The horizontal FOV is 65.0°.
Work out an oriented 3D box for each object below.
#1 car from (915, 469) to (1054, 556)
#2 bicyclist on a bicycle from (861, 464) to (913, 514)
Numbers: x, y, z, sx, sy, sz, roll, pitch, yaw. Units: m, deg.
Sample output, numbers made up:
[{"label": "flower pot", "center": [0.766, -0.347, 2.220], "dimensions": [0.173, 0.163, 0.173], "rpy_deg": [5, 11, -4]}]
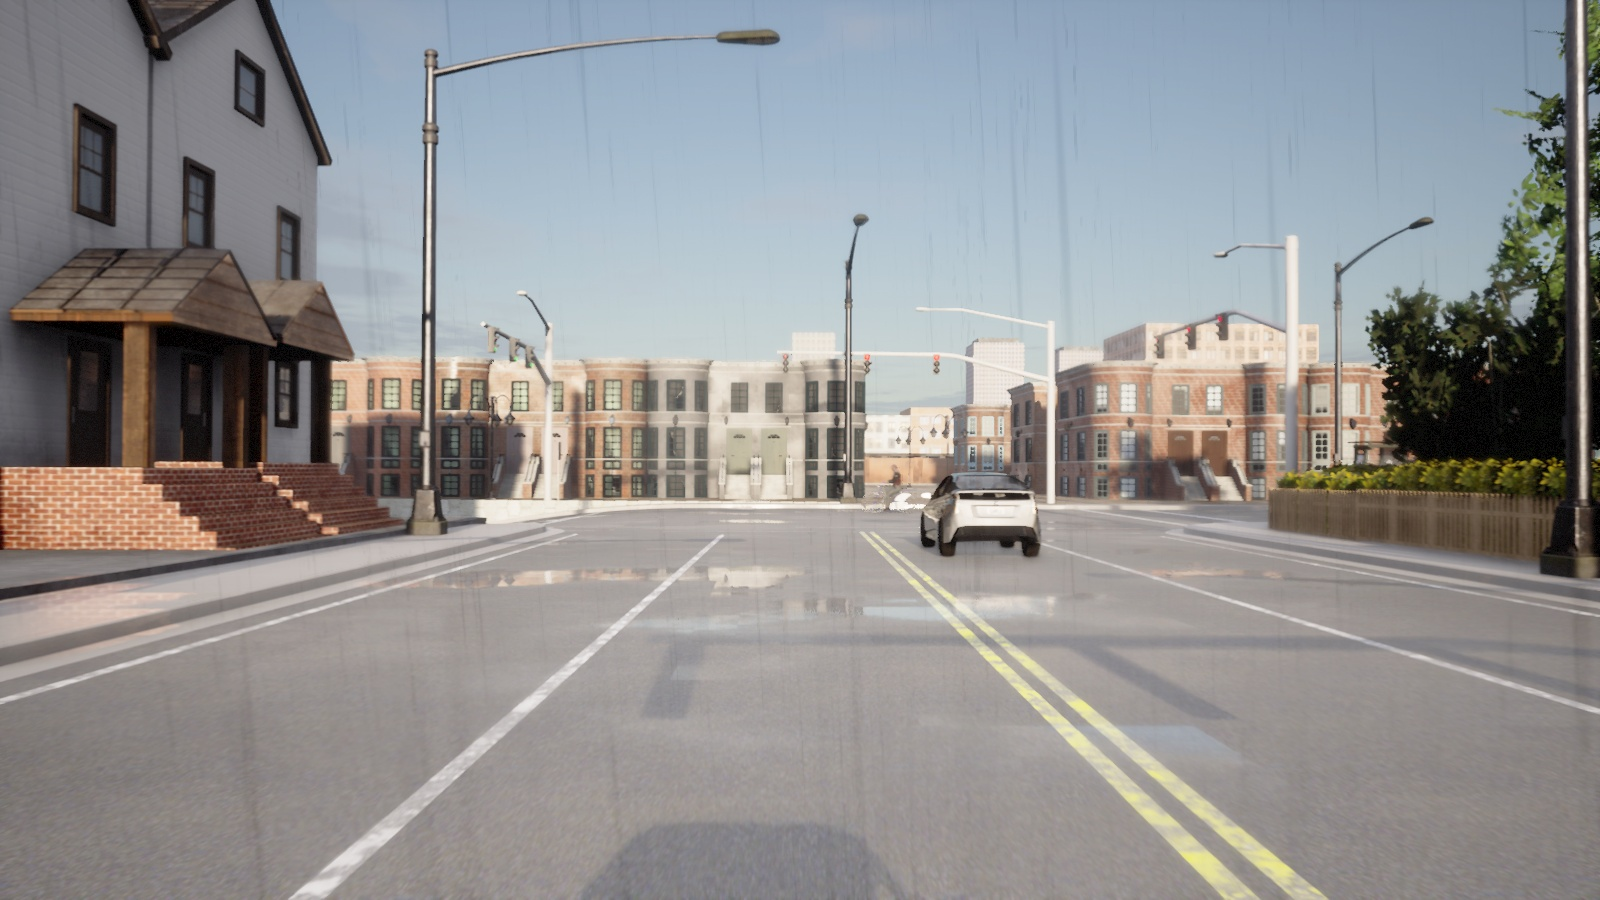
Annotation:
[{"label": "car", "center": [3.442, 1.134, 24.292], "dimensions": [2.007, 1.525, 4.514], "rpy_deg": [0, -1, 0]}, {"label": "bicyclist on a bicycle", "center": [3.120, 1.392, 45.112], "dimensions": [1.843, 1.776, 0.659], "rpy_deg": [0, -1, 0]}]
